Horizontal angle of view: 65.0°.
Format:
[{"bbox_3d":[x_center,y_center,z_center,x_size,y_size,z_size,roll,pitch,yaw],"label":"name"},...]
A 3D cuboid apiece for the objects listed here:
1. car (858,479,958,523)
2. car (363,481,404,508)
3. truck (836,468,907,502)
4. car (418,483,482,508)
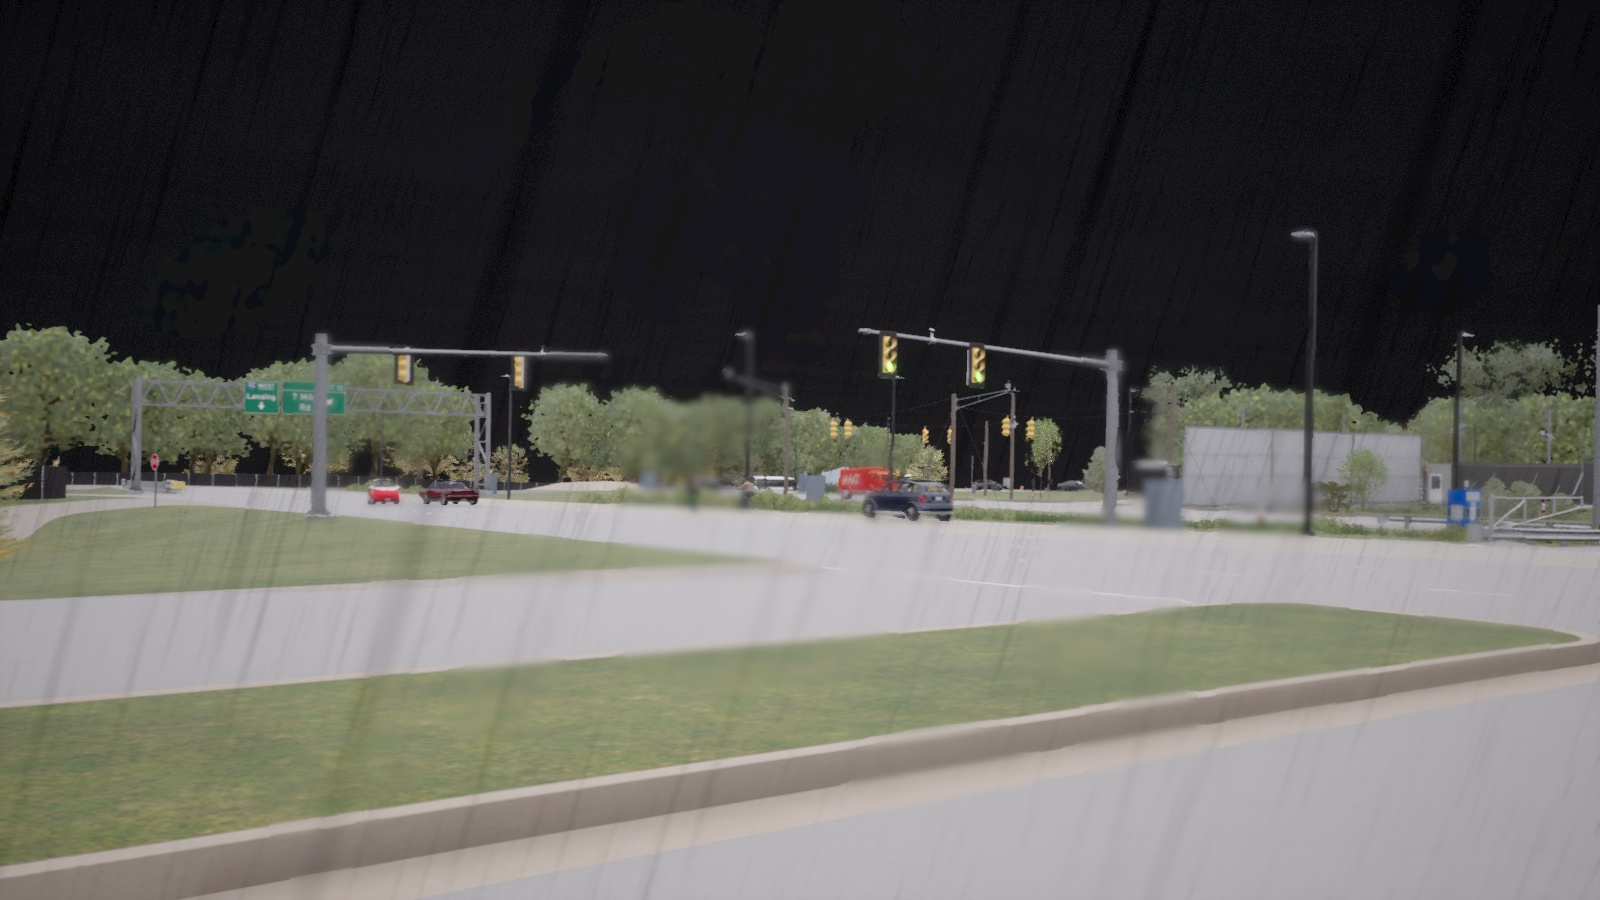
[{"bbox_3d":[4.020,1.878,47.208,1.789,1.549,3.705,1,-1,-34],"label":"car"},{"bbox_3d":[-22.123,2.352,66.708,1.481,1.376,2.207,1,-2,-34],"label":"car"},{"bbox_3d":[5.349,2.587,94.413,2.627,2.467,5.204,1,-1,-35],"label":"truck"},{"bbox_3d":[-19.131,2.440,68.533,1.895,1.301,4.718,1,-2,-34],"label":"car"}]
